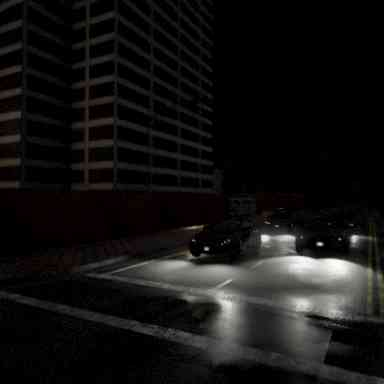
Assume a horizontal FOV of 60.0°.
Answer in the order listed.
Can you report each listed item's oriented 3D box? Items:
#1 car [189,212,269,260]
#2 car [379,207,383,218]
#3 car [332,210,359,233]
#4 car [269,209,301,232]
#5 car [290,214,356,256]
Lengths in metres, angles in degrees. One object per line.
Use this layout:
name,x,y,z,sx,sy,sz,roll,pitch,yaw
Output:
car,1.601,1.800,13.997,1.812,1.442,4.674,0,-1,28
car,23.682,2.363,39.837,1.994,1.385,4.181,0,-1,27
car,10.768,2.020,23.633,2.033,1.411,5.357,0,-1,28
car,6.510,1.961,23.113,1.837,1.490,4.892,-1,-1,29
car,5.869,1.856,14.576,1.994,1.385,4.181,-1,-1,28
